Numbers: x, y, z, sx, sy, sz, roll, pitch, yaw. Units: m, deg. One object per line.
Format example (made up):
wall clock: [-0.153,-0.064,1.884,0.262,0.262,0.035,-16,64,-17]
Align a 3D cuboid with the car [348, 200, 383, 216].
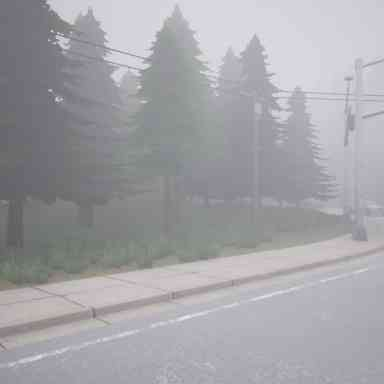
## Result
car: [17.232,1.526,32.822,1.812,1.442,4.674,0,0,-5]

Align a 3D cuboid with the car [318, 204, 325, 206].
car: [14.699,1.504,42.523,1.837,1.490,4.892,0,0,-26]
